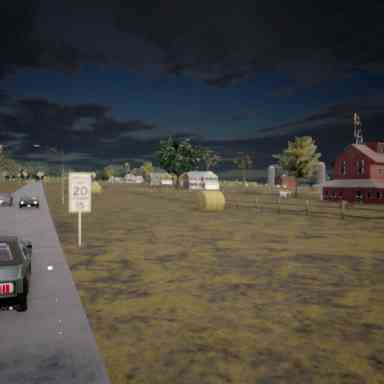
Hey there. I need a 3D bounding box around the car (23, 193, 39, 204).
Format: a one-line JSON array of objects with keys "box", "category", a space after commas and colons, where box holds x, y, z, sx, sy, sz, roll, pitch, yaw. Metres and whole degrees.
[{"box": [-21.499, 0.813, 44.561, 1.895, 1.301, 4.718, 0, 1, -24], "category": "car"}]

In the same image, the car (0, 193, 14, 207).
[{"box": [-21.486, 0.854, 37.884, 2.128, 1.511, 4.902, 0, 1, -24], "category": "car"}]

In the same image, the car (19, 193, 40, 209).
[{"box": [-17.321, 1.055, 35.509, 1.895, 1.301, 4.718, 0, 1, -24], "category": "car"}]

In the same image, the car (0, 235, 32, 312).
[{"box": [-4.507, 1.592, 7.191, 1.895, 1.301, 4.718, 0, 0, -24], "category": "car"}]
